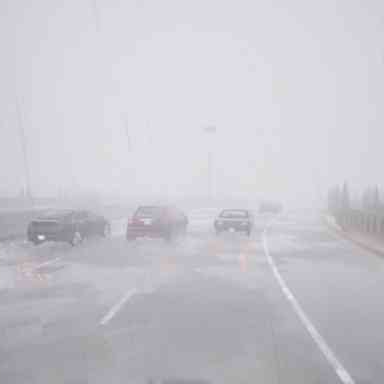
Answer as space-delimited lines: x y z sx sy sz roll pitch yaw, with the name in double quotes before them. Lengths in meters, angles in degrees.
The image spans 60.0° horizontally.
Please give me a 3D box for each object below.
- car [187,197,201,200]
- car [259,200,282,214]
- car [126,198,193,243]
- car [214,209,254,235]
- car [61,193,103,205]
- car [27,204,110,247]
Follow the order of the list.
"car" -0.185 1.536 49.732 2.128 1.511 4.902 0 0 30
"car" 8.458 1.595 35.817 1.812 1.442 4.674 0 0 25
"car" -1.539 1.360 16.481 2.097 1.767 4.553 0 0 10
"car" 2.538 1.625 19.068 1.895 1.301 4.718 1 0 13
"car" -12.958 1.195 39.696 2.150 2.045 5.566 0 0 23
"car" -5.359 1.494 15.130 1.837 1.490 4.892 0 0 10
